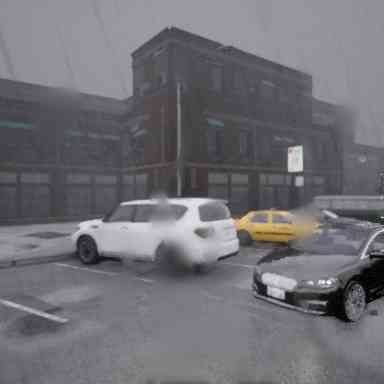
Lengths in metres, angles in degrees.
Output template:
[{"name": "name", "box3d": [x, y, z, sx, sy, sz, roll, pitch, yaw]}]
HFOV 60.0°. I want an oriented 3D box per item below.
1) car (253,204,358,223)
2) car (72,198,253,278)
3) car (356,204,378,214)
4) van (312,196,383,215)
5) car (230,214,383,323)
[{"name": "car", "box3d": [3.716, 1.441, 13.855, 5.366, 1.575, 1.946, -1, -1, 33]}, {"name": "car", "box3d": [-1.271, 1.232, 10.348, 5.566, 2.045, 2.435, -1, 0, 33]}, {"name": "car", "box3d": [5.959, 1.469, 15.767, 4.674, 1.452, 2.002, -1, -1, 33]}, {"name": "van", "box3d": [8.259, 1.188, 17.627, 4.442, 1.987, 1.878, -1, 0, 33]}, {"name": "car", "box3d": [3.409, 1.462, 7.234, 4.902, 1.511, 2.128, 0, 0, -37]}]
